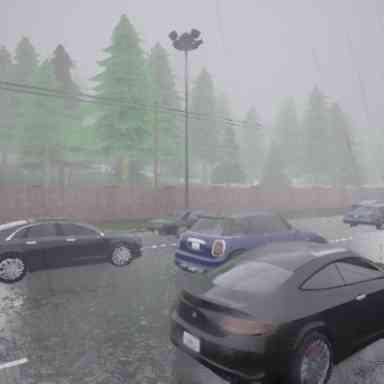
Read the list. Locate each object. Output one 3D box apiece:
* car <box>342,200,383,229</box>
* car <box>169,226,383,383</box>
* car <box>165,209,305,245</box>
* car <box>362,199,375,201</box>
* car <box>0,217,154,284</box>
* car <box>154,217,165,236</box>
[{"bbox_3d":[11.452,1.452,20.516,5.357,1.411,2.033,0,0,-36],"label":"car"},{"bbox_3d":[1.864,1.506,5.090,4.674,1.442,1.812,0,0,-36],"label":"car"},{"bbox_3d":[1.821,1.322,9.346,4.553,1.767,2.097,0,0,-35],"label":"car"},{"bbox_3d":[15.031,1.352,27.370,5.008,1.535,1.882,0,0,-36],"label":"car"},{"bbox_3d":[-3.793,1.495,9.642,4.892,1.490,1.837,-1,0,-35],"label":"car"},{"bbox_3d":[0.159,1.557,16.759,4.718,1.301,1.895,0,0,-36],"label":"car"}]
